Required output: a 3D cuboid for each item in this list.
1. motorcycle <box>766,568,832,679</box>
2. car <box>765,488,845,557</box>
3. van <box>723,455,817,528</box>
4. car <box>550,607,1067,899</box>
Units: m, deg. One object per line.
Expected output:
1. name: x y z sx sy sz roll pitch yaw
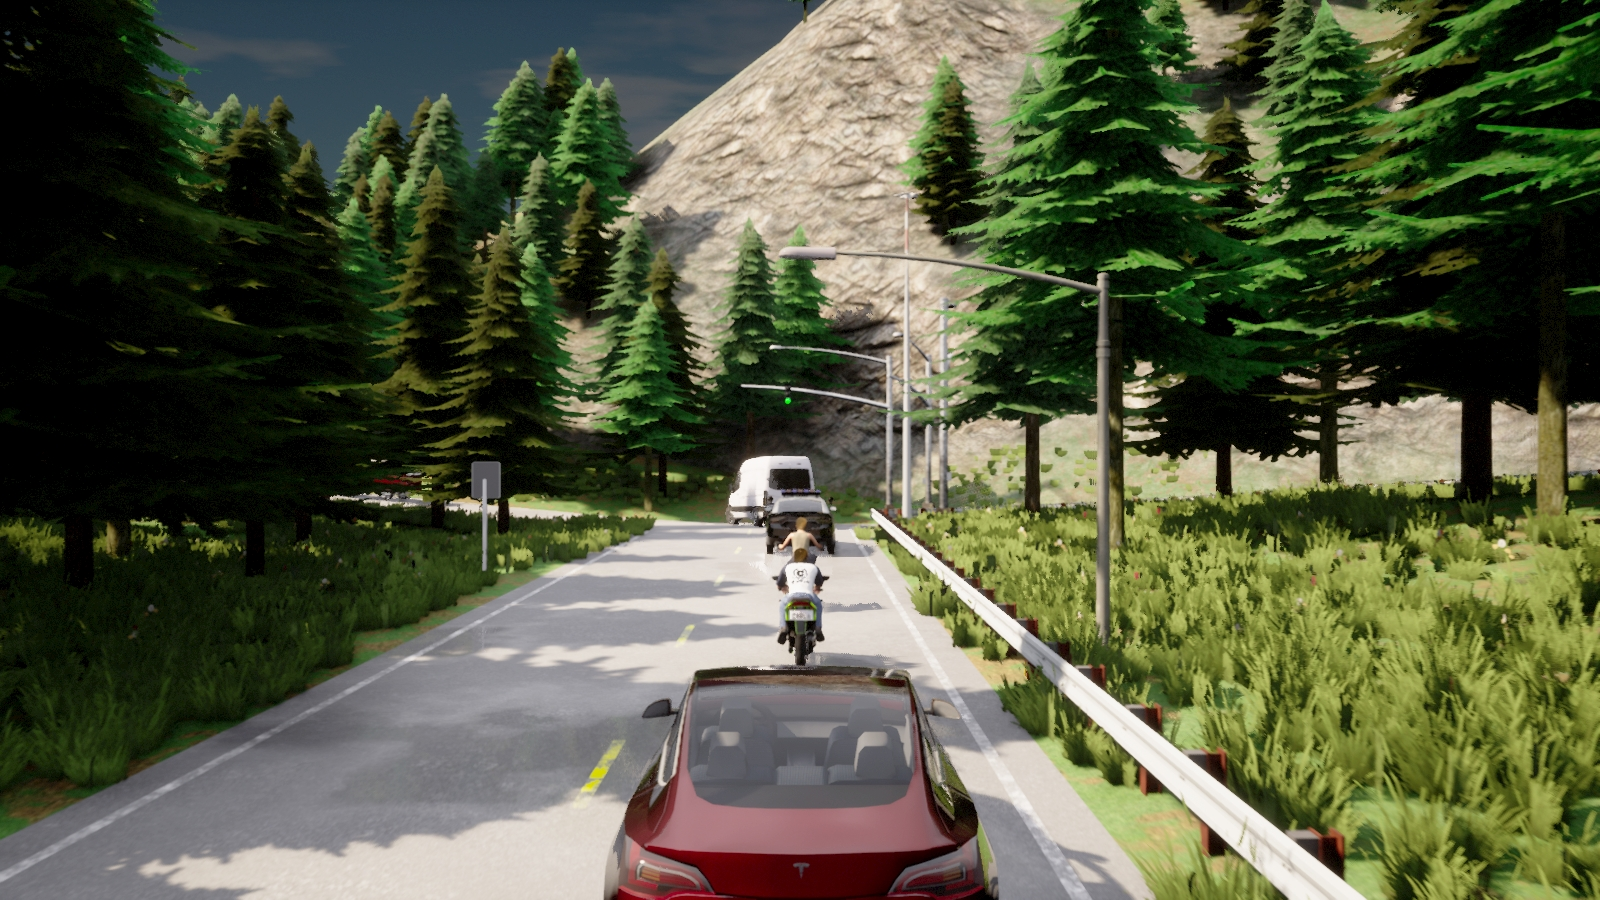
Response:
1. motorcycle: -0.008 2.213 14.879 0.803 1.145 2.033 0 0 0
2. car: 0.131 1.983 32.634 2.097 1.638 5.238 0 0 0
3. van: -1.249 1.615 43.479 1.988 2.561 5.915 1 -3 -18
4. car: 0.037 2.063 7.172 2.163 1.488 4.792 0 0 0
